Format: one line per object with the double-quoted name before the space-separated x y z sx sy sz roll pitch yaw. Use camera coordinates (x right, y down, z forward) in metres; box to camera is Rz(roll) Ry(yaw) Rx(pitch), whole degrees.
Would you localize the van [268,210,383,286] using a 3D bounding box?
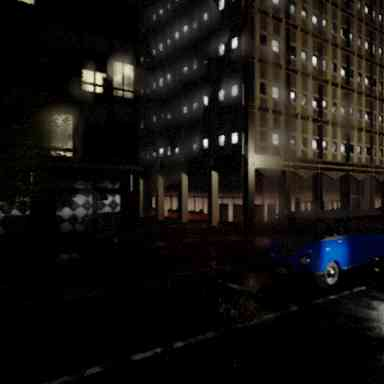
"van" 3.914 1.419 9.369 3.998 1.788 1.690 1 -1 -36
